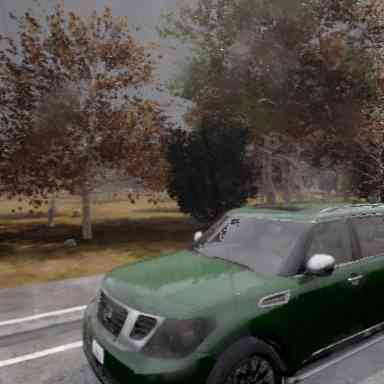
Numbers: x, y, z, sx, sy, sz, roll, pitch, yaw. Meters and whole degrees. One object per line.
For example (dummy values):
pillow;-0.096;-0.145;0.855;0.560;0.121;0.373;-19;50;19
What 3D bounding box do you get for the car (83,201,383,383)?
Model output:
car;1.401;1.193;4.756;5.566;2.045;2.150;0;0;-33
